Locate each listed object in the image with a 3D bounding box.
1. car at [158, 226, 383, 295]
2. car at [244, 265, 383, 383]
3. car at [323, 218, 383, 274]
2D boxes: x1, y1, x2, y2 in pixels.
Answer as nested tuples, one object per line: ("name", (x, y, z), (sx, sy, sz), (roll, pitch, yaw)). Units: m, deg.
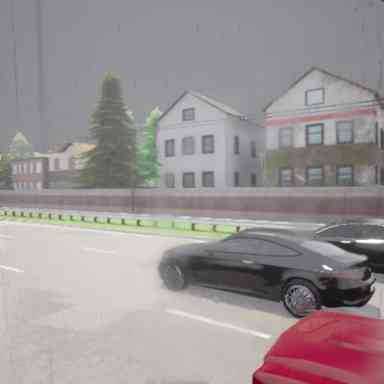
("car", (1.369, 1.531, 7.315), (4.674, 1.442, 1.812), (0, 0, 35))
("car", (2.721, 1.600, 2.052), (4.718, 1.301, 1.895), (0, 0, 35))
("car", (4.549, 1.509, 9.345), (4.892, 1.490, 1.837), (0, 0, 35))
